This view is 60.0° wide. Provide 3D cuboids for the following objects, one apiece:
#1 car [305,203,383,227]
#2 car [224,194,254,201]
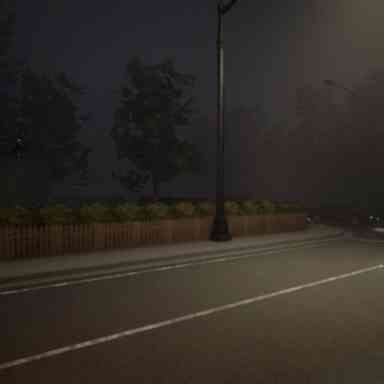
[{"bbox_3d":[10.615,1.535,23.448,1.837,1.490,4.892,0,0,-35],"label":"car"},{"bbox_3d":[4.494,1.248,31.982,2.150,2.045,5.566,0,0,-36],"label":"car"}]
